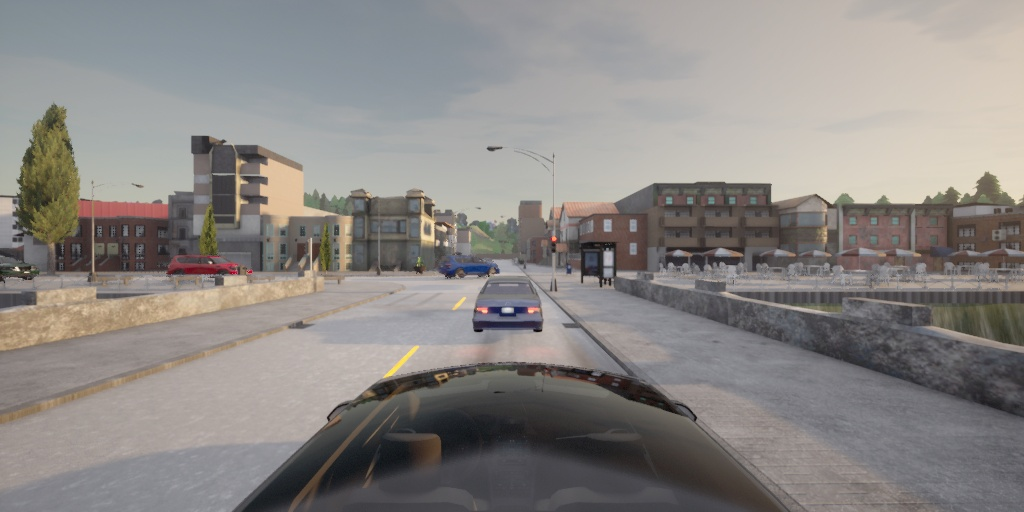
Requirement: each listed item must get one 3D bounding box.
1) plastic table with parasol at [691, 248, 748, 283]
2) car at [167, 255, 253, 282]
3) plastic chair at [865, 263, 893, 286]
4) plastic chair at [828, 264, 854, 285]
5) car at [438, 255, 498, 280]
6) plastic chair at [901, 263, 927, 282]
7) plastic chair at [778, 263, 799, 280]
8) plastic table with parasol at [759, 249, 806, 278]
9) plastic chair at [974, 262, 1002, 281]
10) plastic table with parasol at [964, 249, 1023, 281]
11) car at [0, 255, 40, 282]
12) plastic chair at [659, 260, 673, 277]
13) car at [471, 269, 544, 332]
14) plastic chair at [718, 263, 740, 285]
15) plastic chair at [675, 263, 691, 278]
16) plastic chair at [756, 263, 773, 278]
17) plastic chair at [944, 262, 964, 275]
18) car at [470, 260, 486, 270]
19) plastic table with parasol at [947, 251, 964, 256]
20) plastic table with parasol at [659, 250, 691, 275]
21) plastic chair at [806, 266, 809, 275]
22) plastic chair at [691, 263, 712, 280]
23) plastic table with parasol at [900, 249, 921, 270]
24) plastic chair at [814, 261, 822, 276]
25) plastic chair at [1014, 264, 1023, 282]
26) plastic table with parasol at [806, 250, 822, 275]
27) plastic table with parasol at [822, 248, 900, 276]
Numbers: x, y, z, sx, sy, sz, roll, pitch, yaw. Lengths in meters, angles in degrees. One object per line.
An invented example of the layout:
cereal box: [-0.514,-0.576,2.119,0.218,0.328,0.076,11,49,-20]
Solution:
plastic table with parasol: [14.794,0.672,25.477,2.482,2.480,2.482,0,0,-1]
car: [-23.847,0.963,28.399,5.566,2.045,2.150,0,0,-1]
plastic chair: [23.363,1.276,22.841,0.750,1.272,0.730,0,0,-1]
plastic chair: [22.243,1.276,24.225,0.730,1.272,0.750,0,0,-1]
car: [-3.802,0.966,31.809,5.566,2.045,2.150,0,1,-37]
plastic chair: [30.106,1.276,26.839,0.750,1.272,0.730,0,0,-1]
plastic chair: [22.373,1.275,29.027,0.750,1.272,0.730,0,0,-1]
plastic table with parasol: [22.454,0.671,30.378,2.482,2.480,2.482,0,0,-1]
plastic chair: [36.262,1.275,27.326,0.730,1.272,0.750,0,0,-1]
plastic table with parasol: [37.391,0.672,27.254,2.482,2.480,2.482,0,0,-1]
car: [-40.908,0.966,28.168,5.566,2.045,2.150,0,0,-1]
plastic chair: [14.209,1.274,33.409,0.730,1.272,0.750,0,0,-1]
car: [-0.104,1.296,10.772,2.033,1.411,5.357,0,0,0]
plastic chair: [14.642,1.276,24.215,0.750,1.272,0.730,0,0,-1]
plastic chair: [15.329,1.275,32.025,0.750,1.272,0.730,0,0,-1]
plastic chair: [21.253,1.275,30.411,0.730,1.272,0.750,0,0,-1]
plastic chair: [44.967,1.274,36.554,0.730,1.272,0.750,0,0,-1]
car: [-4.866,1.267,52.399,1.812,1.442,4.674,0,0,1]
plastic table with parasol: [46.169,0.670,36.452,2.482,2.480,2.482,0,0,-1]
plastic table with parasol: [15.431,0.670,33.307,2.482,2.480,2.482,0,0,-1]
plastic chair: [28.285,1.274,35.213,0.730,1.272,0.750,0,0,-1]
plastic chair: [13.522,1.276,25.599,0.730,1.272,0.750,0,0,-1]
plastic table with parasol: [30.097,0.672,28.119,2.482,2.480,2.482,0,0,-1]
plastic chair: [29.405,1.275,33.829,0.750,1.272,0.730,0,0,-1]
plastic chair: [37.420,1.276,25.944,0.750,1.272,0.730,0,0,-1]
plastic table with parasol: [29.714,0.670,35.204,2.482,2.480,2.482,0,0,-1]
plastic table with parasol: [23.443,0.672,24.192,2.482,2.480,2.482,0,0,-1]
